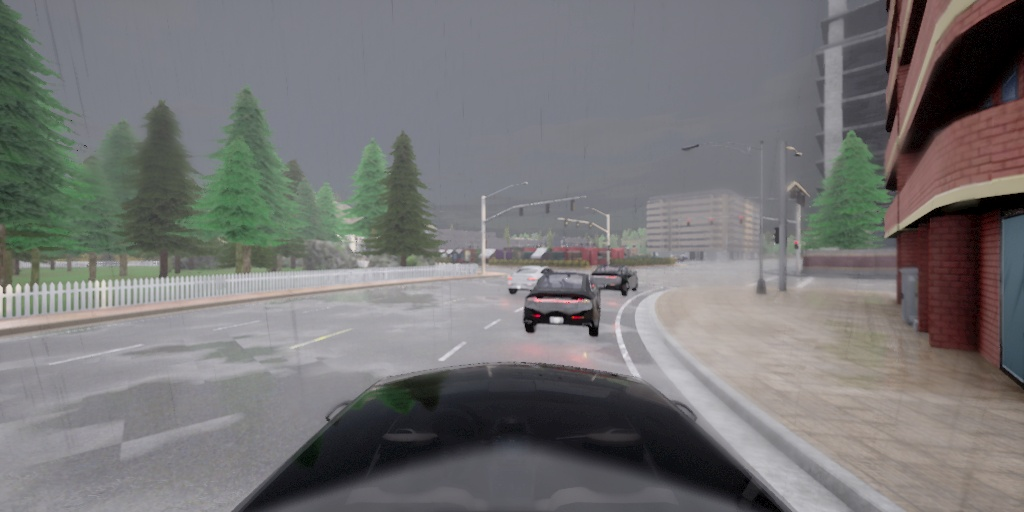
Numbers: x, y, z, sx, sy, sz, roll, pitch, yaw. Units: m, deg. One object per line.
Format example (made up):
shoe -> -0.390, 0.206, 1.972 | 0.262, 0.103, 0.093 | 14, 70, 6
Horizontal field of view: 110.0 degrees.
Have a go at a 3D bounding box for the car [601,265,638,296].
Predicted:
car -> 5.420, 1.199, 18.981 | 2.128, 1.511, 4.902 | 0, 0, 28

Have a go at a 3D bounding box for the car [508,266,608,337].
car -> 1.603, 1.220, 10.380 | 2.128, 1.511, 4.902 | 0, 0, 14

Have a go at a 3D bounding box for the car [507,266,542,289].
car -> 1.343, 1.232, 19.011 | 1.812, 1.442, 4.674 | 0, 0, 26
